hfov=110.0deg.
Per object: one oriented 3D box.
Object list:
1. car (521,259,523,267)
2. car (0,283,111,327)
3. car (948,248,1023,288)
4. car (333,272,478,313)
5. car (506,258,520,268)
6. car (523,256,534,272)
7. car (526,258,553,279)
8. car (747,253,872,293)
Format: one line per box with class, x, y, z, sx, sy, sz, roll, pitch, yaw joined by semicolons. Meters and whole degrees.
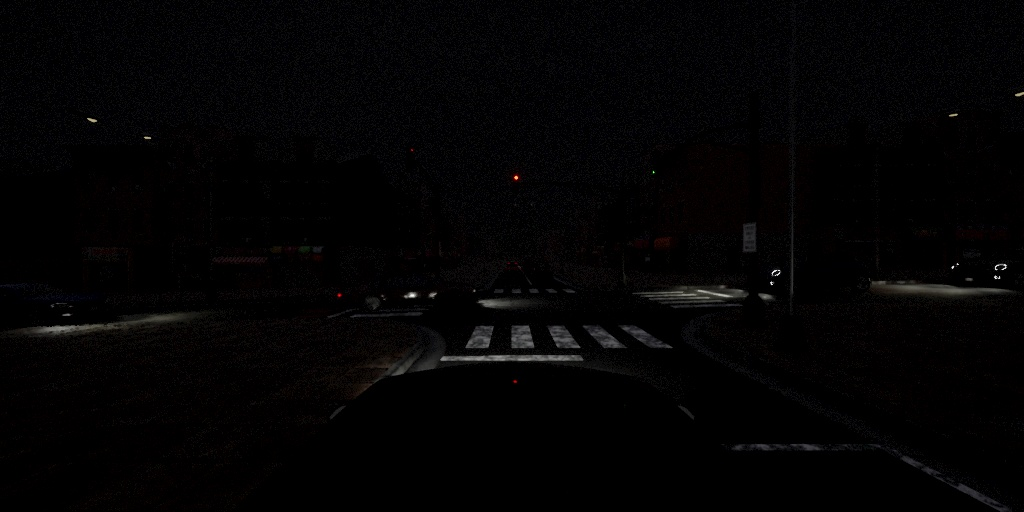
car;2.634;1.126;43.970;2.192;1.841;5.009;0;0;0
car;-18.058;1.760;13.324;5.008;1.535;1.882;-2;0;0
car;23.077;0.434;16.351;4.553;1.767;2.097;-1;0;0
car;-4.145;1.374;14.401;5.357;1.411;2.033;-2;0;-17
car;0.094;1.398;62.696;1.812;1.442;4.674;0;0;0
car;2.634;1.112;38.567;2.192;1.841;5.009;0;0;0
car;2.635;1.225;33.166;1.967;1.591;4.097;0;0;0
car;13.359;0.685;16.355;4.553;1.767;2.097;-1;0;1
